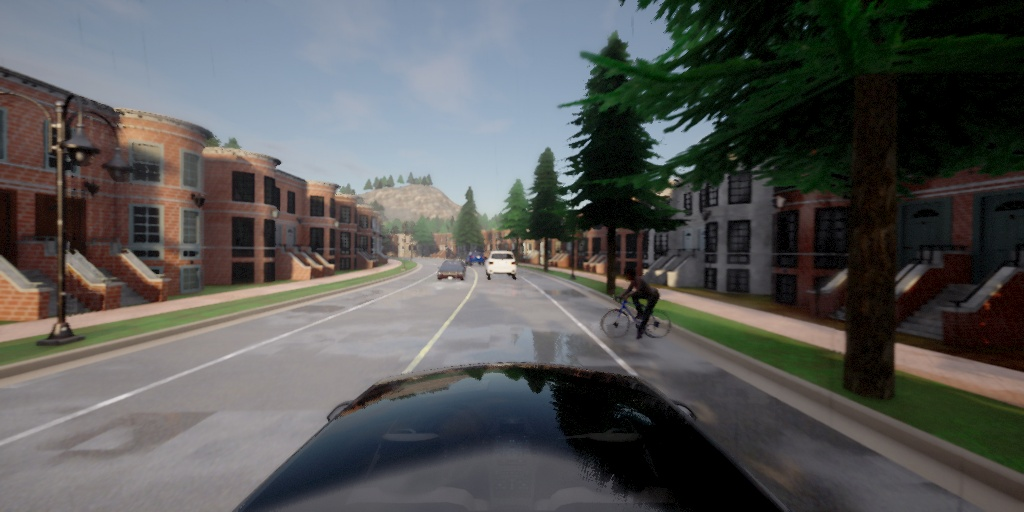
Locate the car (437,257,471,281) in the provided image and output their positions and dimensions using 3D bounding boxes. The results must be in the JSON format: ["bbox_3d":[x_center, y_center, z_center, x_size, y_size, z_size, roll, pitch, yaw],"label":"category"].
[{"bbox_3d":[-4.274,1.019,26.067,2.033,1.411,5.357,1,1,-5],"label":"car"}]

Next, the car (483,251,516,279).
[{"bbox_3d":[-0.935,0.641,28.080,2.150,2.045,5.566,1,1,-6],"label":"car"}]

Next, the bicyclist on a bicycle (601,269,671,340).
[{"bbox_3d":[2.893,1.123,8.337,1.656,1.620,0.582,1,1,-1],"label":"bicyclist on a bicycle"}]

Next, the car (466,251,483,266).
[{"bbox_3d":[-5.230,0.304,51.081,2.150,2.045,5.566,0,0,-15],"label":"car"}]
